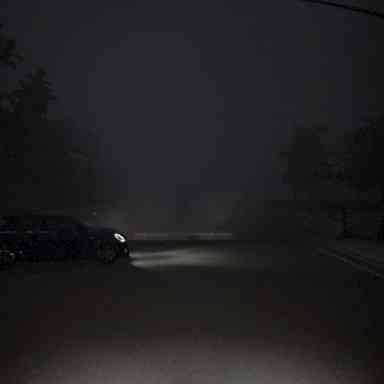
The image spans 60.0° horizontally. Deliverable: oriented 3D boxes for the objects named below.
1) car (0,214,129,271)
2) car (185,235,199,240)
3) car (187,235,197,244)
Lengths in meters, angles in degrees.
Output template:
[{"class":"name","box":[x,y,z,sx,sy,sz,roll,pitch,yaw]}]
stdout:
[{"class":"car","box":[-4.527,1.576,11.696,4.553,1.767,2.097,0,-1,-17]},{"class":"car","box":[0.008,6.598,45.717,2.033,1.411,5.357,0,-10,0]},{"class":"car","box":[0.009,9.367,65.721,2.033,1.411,5.357,0,-6,0]}]
